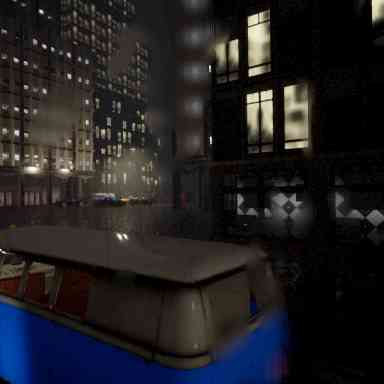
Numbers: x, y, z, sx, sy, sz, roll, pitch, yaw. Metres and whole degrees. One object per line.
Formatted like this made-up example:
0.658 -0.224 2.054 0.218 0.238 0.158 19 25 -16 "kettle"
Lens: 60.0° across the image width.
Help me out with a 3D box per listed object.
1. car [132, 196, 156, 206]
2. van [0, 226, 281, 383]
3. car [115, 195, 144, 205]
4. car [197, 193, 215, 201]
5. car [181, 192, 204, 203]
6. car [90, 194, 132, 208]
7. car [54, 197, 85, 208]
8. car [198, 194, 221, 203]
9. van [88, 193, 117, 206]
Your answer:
-6.753 1.230 45.582 2.008 1.369 4.403 0 0 36 "car"
-1.051 1.342 3.640 3.998 1.788 1.690 0 -1 36 "van"
-10.306 1.278 54.914 1.752 1.417 4.829 0 0 36 "car"
3.121 1.016 73.256 1.967 1.590 4.097 0 0 36 "car"
-0.094 0.909 54.680 2.192 1.841 5.009 0 0 36 "car"
-10.083 1.267 41.033 1.887 1.381 4.507 0 0 36 "car"
-16.868 1.403 45.949 1.947 1.339 4.313 0 0 36 "car"
3.238 1.101 59.230 2.008 1.369 4.403 0 0 36 "car"
-13.539 1.136 50.500 1.690 1.788 3.998 0 0 36 "van"
